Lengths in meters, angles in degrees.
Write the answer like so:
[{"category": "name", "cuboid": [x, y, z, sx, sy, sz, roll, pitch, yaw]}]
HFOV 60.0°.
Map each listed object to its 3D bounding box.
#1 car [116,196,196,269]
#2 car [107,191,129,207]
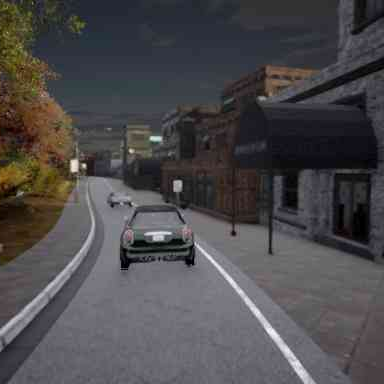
[{"category": "car", "cuboid": [-1.225, 1.198, 10.985, 2.097, 1.767, 4.553, -1, 2, -9]}, {"category": "car", "cuboid": [-6.821, 0.576, 31.062, 1.895, 1.301, 4.718, -1, 4, -18]}]
